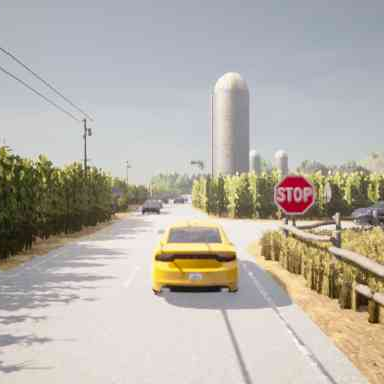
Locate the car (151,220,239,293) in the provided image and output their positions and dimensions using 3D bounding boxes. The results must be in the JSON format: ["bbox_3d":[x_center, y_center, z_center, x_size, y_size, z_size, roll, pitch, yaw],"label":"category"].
[{"bbox_3d":[0.069,1.480,8.922,1.882,1.535,5.008,0,0,0],"label":"car"}]

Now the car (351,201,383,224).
[{"bbox_3d":[13.411,1.359,22.792,4.553,1.767,2.097,0,0,0],"label":"car"}]

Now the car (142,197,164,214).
[{"bbox_3d":[-4.280,1.559,35.317,2.033,1.411,5.357,0,0,-5],"label":"car"}]

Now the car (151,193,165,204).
[{"bbox_3d":[-5.122,1.366,45.823,2.097,1.767,4.553,0,0,-4],"label":"car"}]

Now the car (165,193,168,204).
[{"bbox_3d":[-5.780,1.243,62.591,2.150,2.045,5.566,0,0,1],"label":"car"}]

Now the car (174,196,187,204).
[{"bbox_3d":[-2.537,1.568,64.708,2.033,1.411,5.357,0,0,2],"label":"car"}]
